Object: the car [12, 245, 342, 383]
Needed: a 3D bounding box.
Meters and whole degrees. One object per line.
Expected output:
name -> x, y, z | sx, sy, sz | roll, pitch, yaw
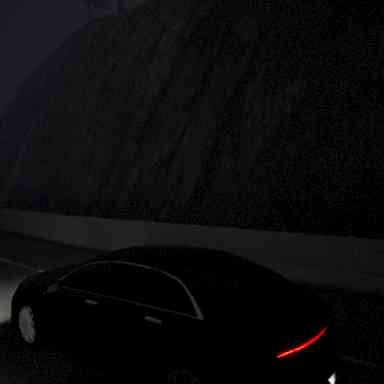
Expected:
car -> -0.621, 1.508, 4.574 | 4.892, 1.490, 1.837 | 0, 0, 37
